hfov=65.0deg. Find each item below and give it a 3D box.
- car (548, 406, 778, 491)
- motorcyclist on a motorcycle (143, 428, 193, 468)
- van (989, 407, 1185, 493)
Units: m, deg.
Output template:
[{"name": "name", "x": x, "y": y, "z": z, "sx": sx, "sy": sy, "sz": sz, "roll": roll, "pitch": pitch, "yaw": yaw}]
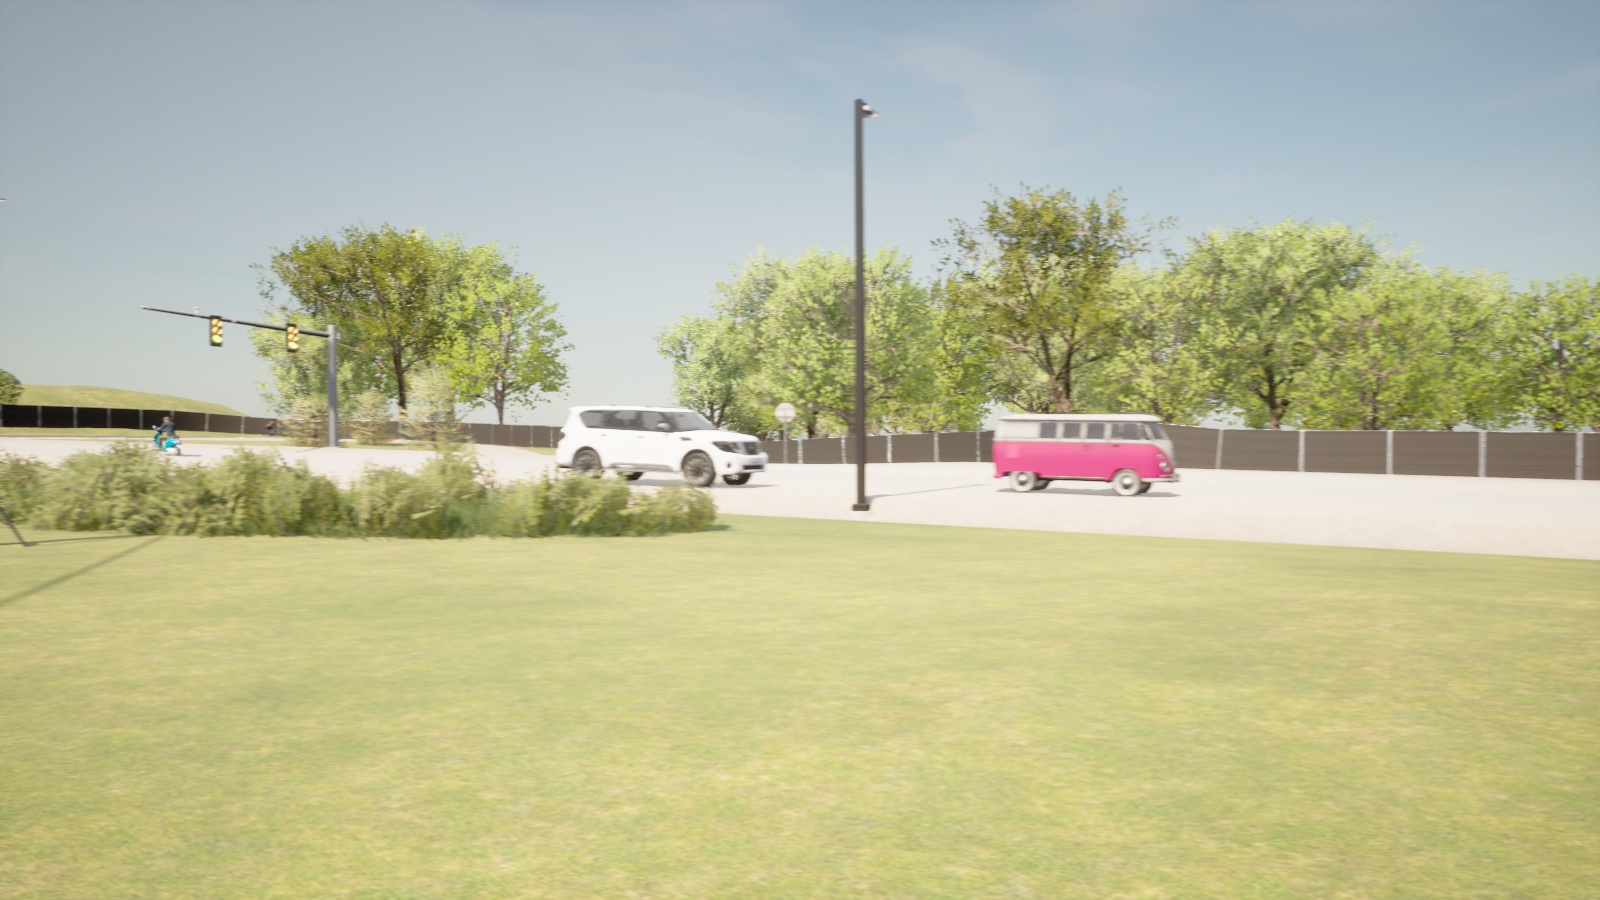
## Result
[{"name": "car", "x": -3.549, "y": -0.060, "z": 32.338, "sx": 5.566, "sy": 2.045, "sz": 2.150, "roll": 0, "pitch": 1, "yaw": 26}, {"name": "motorcyclist on a motorcycle", "x": -25.627, "y": -0.082, "z": 50.892, "sx": 1.817, "sy": 1.590, "sz": 0.866, "roll": 0, "pitch": 1, "yaw": 26}, {"name": "van", "x": 7.075, "y": -0.028, "z": 31.052, "sx": 4.442, "sy": 1.987, "sz": 1.775, "roll": 0, "pitch": 1, "yaw": 26}]
